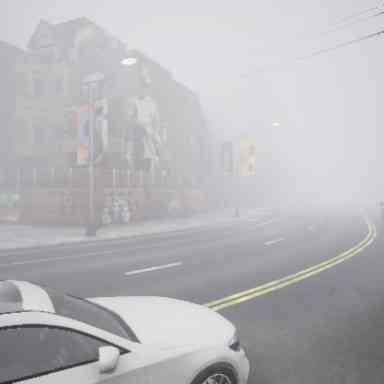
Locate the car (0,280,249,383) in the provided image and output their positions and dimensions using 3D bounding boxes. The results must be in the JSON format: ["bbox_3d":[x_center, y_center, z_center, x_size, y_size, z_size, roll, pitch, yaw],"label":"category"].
[{"bbox_3d":[-1.590,1.538,2.800,4.674,1.442,1.812,0,0,-37],"label":"car"}]

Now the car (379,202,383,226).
[{"bbox_3d":[14.339,1.286,22.918,2.150,2.045,5.566,0,0,27],"label":"car"}]
